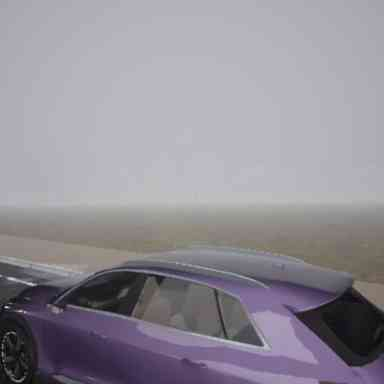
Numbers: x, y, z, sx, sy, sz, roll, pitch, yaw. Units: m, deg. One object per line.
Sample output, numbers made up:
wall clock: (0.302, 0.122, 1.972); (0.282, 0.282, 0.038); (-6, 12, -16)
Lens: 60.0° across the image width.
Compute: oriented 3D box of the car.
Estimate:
car: (-0.300, 1.460, 3.774); (4.856, 1.649, 2.033); (-1, -1, 35)
